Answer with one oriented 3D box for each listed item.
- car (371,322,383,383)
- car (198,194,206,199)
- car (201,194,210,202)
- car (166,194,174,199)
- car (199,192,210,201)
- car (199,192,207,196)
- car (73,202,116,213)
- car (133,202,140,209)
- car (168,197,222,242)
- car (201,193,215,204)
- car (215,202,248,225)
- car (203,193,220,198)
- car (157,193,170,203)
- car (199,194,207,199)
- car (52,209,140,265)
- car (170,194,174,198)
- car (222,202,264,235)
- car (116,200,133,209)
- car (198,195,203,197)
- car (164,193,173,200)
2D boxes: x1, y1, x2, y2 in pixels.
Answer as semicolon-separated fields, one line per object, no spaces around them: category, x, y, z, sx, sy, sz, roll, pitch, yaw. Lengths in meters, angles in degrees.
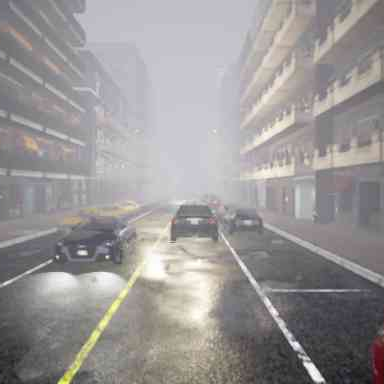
car;2.677;1.310;1.032;2.192;1.841;5.009;-1;0;0
car;2.732;1.160;91.654;1.947;1.339;4.313;-1;0;0
car;2.719;1.214;69.169;1.752;1.417;4.829;-1;0;0
car;-5.650;1.184;86.028;1.947;1.339;4.313;-1;0;0
car;2.719;0.981;74.662;2.192;1.841;5.009;-1;0;0
car;2.706;1.077;52.006;2.192;1.841;5.009;-1;0;0
car;-5.690;1.442;17.892;1.752;1.417;4.829;-1;0;0
car;-5.684;1.389;29.220;1.752;1.417;4.829;-1;0;0
car;0.109;1.276;16.022;2.097;1.767;4.553;0;0;0
car;2.709;1.053;57.670;2.192;1.841;5.009;-1;0;0
car;2.694;1.472;23.689;1.802;1.307;4.206;-1;0;0
car;2.702;1.252;40.679;1.967;1.590;4.097;-1;0;0
car;-5.665;1.240;63.203;1.752;1.417;4.829;-1;0;0
car;2.730;1.184;85.990;1.947;1.339;4.313;-1;0;0
car;-3.092;1.510;11.359;1.994;1.385;4.181;0;0;0
car;-5.658;1.192;74.530;1.752;1.417;4.829;-1;0;0
car;2.691;1.482;18.025;1.947;1.339;4.313;-1;0;0
car;-5.687;1.415;23.556;1.752;1.417;4.829;-1;0;0
car;0.125;1.415;40.098;1.895;1.301;4.718;0;0;0
car;-5.656;1.082;80.364;1.967;1.590;4.097;-1;0;0
